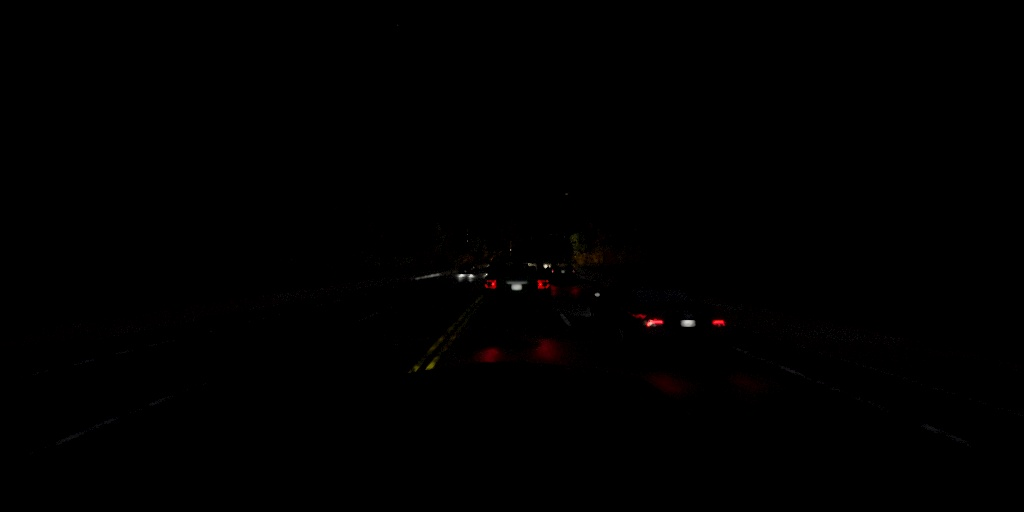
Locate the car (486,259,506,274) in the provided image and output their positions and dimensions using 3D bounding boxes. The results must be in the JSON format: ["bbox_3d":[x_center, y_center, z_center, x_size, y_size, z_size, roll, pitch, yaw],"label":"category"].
[{"bbox_3d":[-1.948,1.243,45.260,2.097,1.767,4.553,0,0,4],"label":"car"}]

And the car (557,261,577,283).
[{"bbox_3d":[3.896,1.198,28.809,2.097,1.767,4.553,0,0,2],"label":"car"}]

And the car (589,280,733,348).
[{"bbox_3d":[3.373,1.327,9.290,2.033,1.411,5.357,0,0,1],"label":"car"}]

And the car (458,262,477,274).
[{"bbox_3d":[-5.280,1.435,44.297,2.033,1.411,5.357,0,0,4],"label":"car"}]

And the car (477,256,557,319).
[{"bbox_3d":[0.196,1.011,13.121,2.150,2.045,5.566,0,0,1],"label":"car"}]
